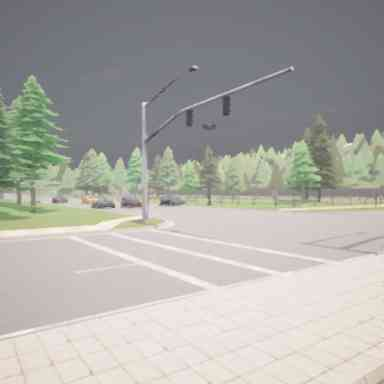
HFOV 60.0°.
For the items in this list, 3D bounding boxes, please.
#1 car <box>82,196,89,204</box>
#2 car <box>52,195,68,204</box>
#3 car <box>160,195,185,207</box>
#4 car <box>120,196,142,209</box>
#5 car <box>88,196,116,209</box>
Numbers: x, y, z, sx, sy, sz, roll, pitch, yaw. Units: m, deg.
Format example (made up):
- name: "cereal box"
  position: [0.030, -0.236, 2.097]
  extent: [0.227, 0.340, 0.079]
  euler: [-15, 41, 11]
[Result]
- name: "car"
  position: [-17.956, 1.411, 58.744]
  extent: [1.882, 1.535, 5.008]
  euler: [0, 0, -35]
- name: "car"
  position: [-24.734, 1.296, 62.385]
  extent: [2.097, 1.767, 4.553]
  euler: [0, 0, -35]
- name: "car"
  position: [-2.950, 1.261, 49.457]
  extent: [2.097, 1.767, 4.553]
  euler: [0, 0, -35]
- name: "car"
  position: [-7.825, 1.534, 44.206]
  extent: [1.895, 1.301, 4.718]
  euler: [0, 0, -35]
- name: "car"
  position: [-11.514, 1.509, 43.374]
  extent: [1.994, 1.385, 4.181]
  euler: [0, 0, -35]
